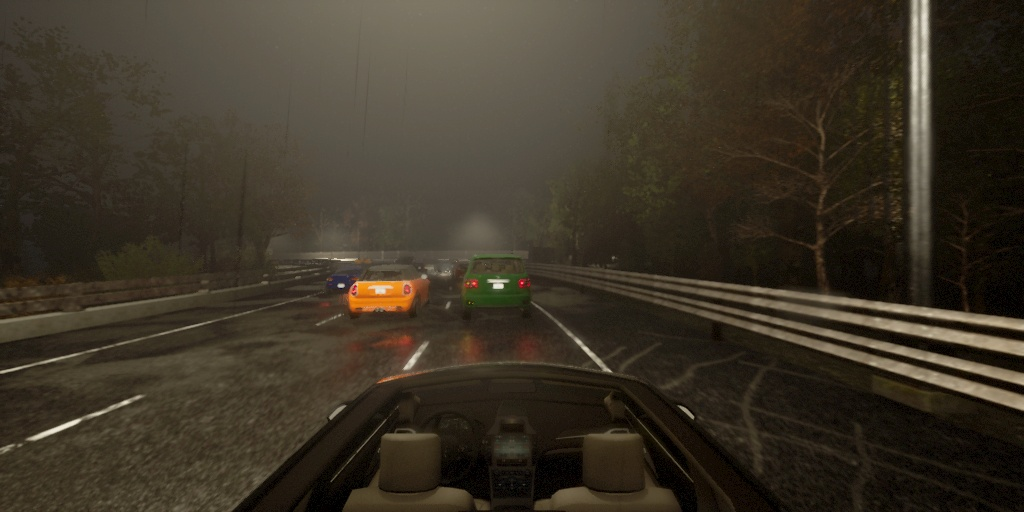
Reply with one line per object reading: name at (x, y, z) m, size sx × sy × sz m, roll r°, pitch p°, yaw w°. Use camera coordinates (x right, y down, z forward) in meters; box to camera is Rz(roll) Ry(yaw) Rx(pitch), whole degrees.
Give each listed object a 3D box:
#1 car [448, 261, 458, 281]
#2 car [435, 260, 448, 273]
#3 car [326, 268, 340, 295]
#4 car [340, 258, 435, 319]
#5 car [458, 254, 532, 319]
car at (-4.007, 1.196, 30.265) m, size 1.882 × 1.535 × 5.008 m, roll 0°, pitch 0°, yaw -15°
car at (-8.175, 1.238, 42.984) m, size 1.812 × 1.442 × 4.674 m, roll 0°, pitch 0°, yaw -22°
car at (-8.722, 1.277, 19.789) m, size 1.812 × 1.442 × 4.674 m, roll 0°, pitch 0°, yaw -9°
car at (-4.245, 1.099, 13.091) m, size 2.097 × 1.767 × 4.553 m, roll 0°, pitch 0°, yaw -6°
car at (-0.668, 0.957, 12.987) m, size 2.150 × 2.045 × 5.566 m, roll 0°, pitch 0°, yaw -6°
